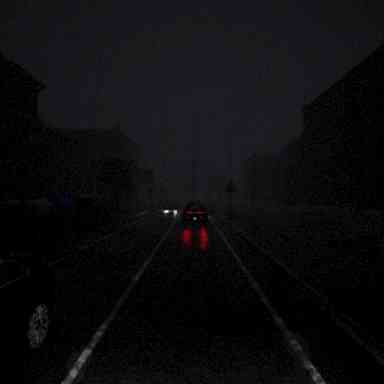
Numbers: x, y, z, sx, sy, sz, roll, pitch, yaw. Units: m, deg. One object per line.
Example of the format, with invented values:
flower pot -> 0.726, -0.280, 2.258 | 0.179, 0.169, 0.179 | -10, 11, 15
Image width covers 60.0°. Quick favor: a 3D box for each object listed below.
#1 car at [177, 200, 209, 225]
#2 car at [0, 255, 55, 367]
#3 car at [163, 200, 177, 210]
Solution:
car -> 0.220, 1.583, 24.822 | 2.128, 1.511, 4.902 | 0, 0, 0
car -> -3.085, 1.497, 3.355 | 2.128, 1.511, 4.902 | 0, 0, 0
car -> -2.856, 1.753, 45.684 | 1.994, 1.385, 4.181 | 0, 0, 1
